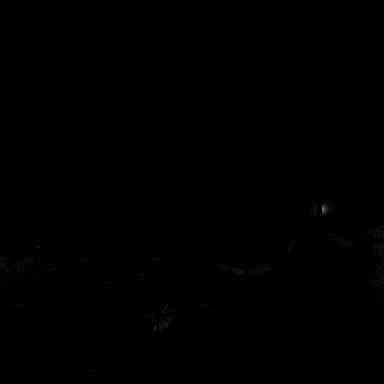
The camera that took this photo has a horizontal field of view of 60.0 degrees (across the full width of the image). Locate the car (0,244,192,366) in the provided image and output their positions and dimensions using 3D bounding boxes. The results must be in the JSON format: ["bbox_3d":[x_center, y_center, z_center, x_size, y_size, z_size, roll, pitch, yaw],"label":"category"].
[{"bbox_3d":[-1.998,1.566,5.111,4.313,1.339,1.947,0,0,-35],"label":"car"}]

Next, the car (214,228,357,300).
[{"bbox_3d":[2.483,1.582,8.302,4.206,1.307,1.802,0,0,-35],"label":"car"}]
